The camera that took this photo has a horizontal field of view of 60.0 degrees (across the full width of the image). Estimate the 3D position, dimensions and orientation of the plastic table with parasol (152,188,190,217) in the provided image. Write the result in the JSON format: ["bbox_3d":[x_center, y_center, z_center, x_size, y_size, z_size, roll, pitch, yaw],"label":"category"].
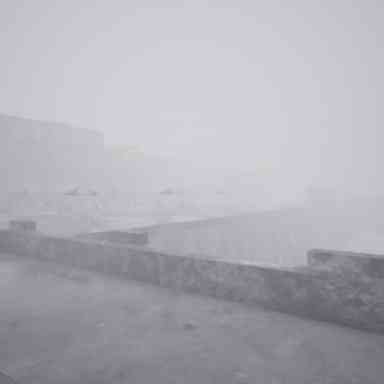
[{"bbox_3d":[-1.883,0.887,30.202,2.482,2.480,2.482,0,0,36],"label":"plastic table with parasol"}]
